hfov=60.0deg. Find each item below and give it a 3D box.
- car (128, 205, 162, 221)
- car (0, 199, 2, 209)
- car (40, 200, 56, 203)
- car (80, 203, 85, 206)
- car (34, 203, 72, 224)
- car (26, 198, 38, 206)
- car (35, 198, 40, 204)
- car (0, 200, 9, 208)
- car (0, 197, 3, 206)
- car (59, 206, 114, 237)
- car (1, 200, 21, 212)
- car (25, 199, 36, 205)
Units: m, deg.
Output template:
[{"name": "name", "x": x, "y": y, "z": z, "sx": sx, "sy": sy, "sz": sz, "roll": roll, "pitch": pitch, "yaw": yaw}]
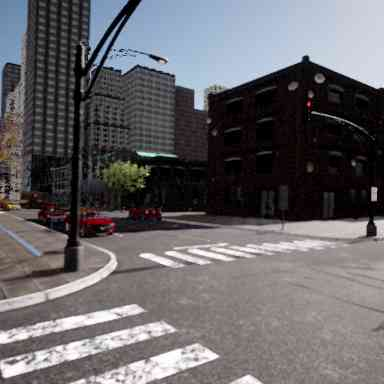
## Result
[{"name": "car", "x": -4.616, "y": 1.933, "z": 32.281, "sx": 1.967, "sy": 1.590, "sz": 4.097, "roll": 2, "pitch": -1, "yaw": -35}, {"name": "car", "x": -31.585, "y": 2.091, "z": 56.018, "sx": 1.887, "sy": 1.381, "sz": 4.507, "roll": 2, "pitch": -1, "yaw": -35}, {"name": "car", "x": -27.702, "y": 2.290, "z": 65.102, "sx": 1.967, "sy": 1.590, "sz": 4.097, "roll": 1, "pitch": -1, "yaw": -35}, {"name": "car", "x": -17.296, "y": 2.212, "z": 50.324, "sx": 1.752, "sy": 1.417, "sz": 4.829, "roll": 2, "pitch": -1, "yaw": -35}, {"name": "car", "x": -11.068, "y": 1.801, "z": 26.432, "sx": 1.802, "sy": 1.307, "sz": 4.206, "roll": 2, "pitch": -1, "yaw": -35}, {"name": "car", "x": -37.205, "y": 2.319, "z": 78.712, "sx": 2.192, "sy": 1.841, "sz": 5.009, "roll": 1, "pitch": -1, "yaw": -35}, {"name": "car", "x": -30.872, "y": 2.483, "z": 69.636, "sx": 1.802, "sy": 1.307, "sz": 4.206, "roll": 1, "pitch": -1, "yaw": -35}, {"name": "car", "x": -34.572, "y": 2.161, "z": 60.306, "sx": 1.947, "sy": 1.339, "sz": 4.313, "roll": 2, "pitch": -1, "yaw": -35}, {"name": "car", "x": -40.906, "y": 2.012, "z": 69.382, "sx": 2.192, "sy": 1.841, "sz": 5.009, "roll": 2, "pitch": -1, "yaw": -35}, {"name": "car", "x": -5.912, "y": 1.686, "z": 19.054, "sx": 1.887, "sy": 1.381, "sz": 4.507, "roll": 2, "pitch": -1, "yaw": -35}, {"name": "car", "x": -25.193, "y": 1.968, "z": 46.776, "sx": 1.752, "sy": 1.417, "sz": 4.829, "roll": 2, "pitch": -1, "yaw": -35}, {"name": "car", "x": -40.474, "y": 2.582, "z": 83.383, "sx": 1.752, "sy": 1.417, "sz": 4.829, "roll": 1, "pitch": -1, "yaw": -35}]
